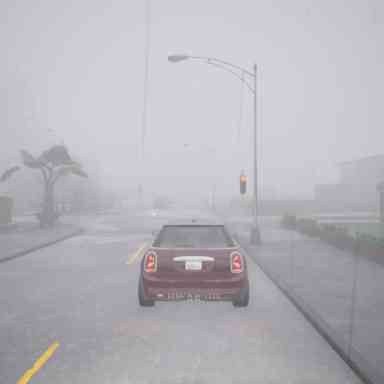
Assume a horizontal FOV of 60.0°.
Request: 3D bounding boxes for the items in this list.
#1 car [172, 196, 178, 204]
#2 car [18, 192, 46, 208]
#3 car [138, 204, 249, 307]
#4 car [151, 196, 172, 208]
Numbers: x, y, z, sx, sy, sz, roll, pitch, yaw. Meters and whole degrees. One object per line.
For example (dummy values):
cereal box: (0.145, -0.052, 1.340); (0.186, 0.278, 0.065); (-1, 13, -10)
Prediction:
car: (-4.024, 1.545, 59.198); (2.033, 1.411, 5.357); (0, 0, 0)
car: (-19.729, 0.984, 42.014); (1.905, 1.878, 3.866); (0, 0, 35)
car: (0.050, 1.352, 8.139); (2.097, 1.767, 4.553); (0, 0, 1)
car: (-4.065, 1.350, 43.116); (2.097, 1.767, 4.553); (0, 0, 0)
